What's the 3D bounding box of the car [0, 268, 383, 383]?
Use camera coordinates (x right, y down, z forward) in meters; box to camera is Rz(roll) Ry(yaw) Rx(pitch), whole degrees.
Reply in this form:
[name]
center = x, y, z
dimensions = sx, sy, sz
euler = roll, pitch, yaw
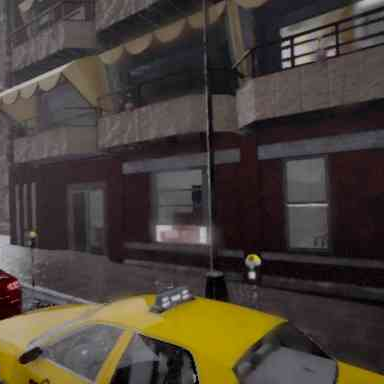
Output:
[car]
center = -0.388, 1.548, 3.024
dimensions = 4.829, 1.417, 1.752
euler = -1, -2, 36
